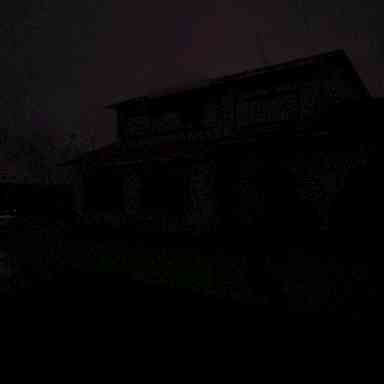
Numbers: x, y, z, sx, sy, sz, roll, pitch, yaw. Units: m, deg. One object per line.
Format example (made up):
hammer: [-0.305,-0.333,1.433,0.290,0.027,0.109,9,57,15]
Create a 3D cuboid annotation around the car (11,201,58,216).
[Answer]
car: [-15.554,1.564,33.025,1.994,1.385,4.181,0,0,35]
